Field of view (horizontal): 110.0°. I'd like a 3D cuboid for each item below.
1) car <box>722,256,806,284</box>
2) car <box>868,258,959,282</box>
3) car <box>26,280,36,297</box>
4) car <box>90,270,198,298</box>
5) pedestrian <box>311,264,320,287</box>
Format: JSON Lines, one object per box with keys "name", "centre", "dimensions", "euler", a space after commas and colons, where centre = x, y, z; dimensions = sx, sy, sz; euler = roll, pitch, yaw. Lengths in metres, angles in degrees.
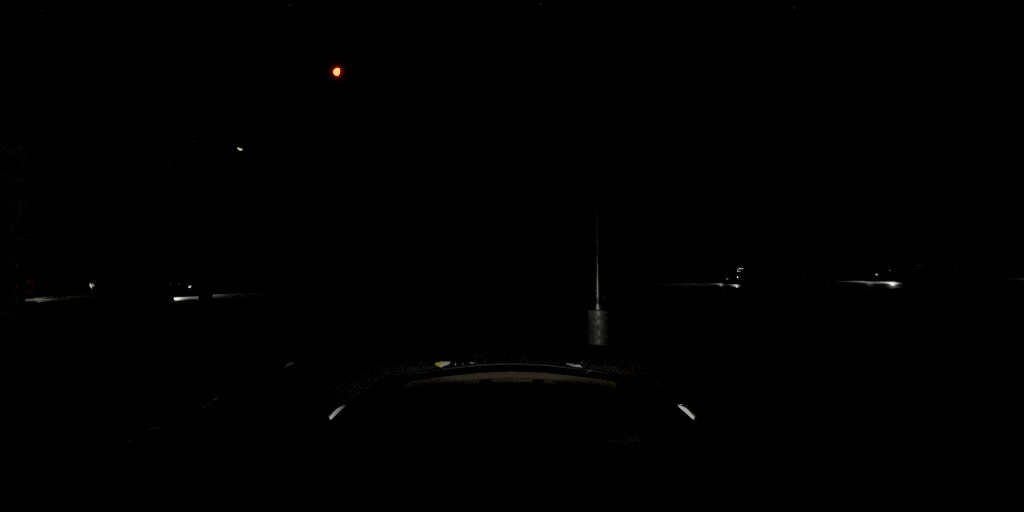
{"name": "car", "centre": [16.284, 0.875, 23.421], "dimensions": [4.553, 1.767, 2.097], "euler": [-1, -2, 0]}
{"name": "car", "centre": [26.133, 0.891, 23.393], "dimensions": [4.674, 1.442, 1.812], "euler": [-1, -2, 1]}
{"name": "car", "centre": [-29.647, 1.581, 19.834], "dimensions": [5.008, 1.535, 1.882], "euler": [-1, -2, 0]}
{"name": "car", "centre": [-20.222, 1.494, 19.806], "dimensions": [4.892, 1.490, 1.837], "euler": [-1, -2, 0]}
{"name": "pedestrian", "centre": [-15.057, 1.466, 27.397], "dimensions": [0.375, 1.860, 0.375], "euler": [0, -1, 0]}
